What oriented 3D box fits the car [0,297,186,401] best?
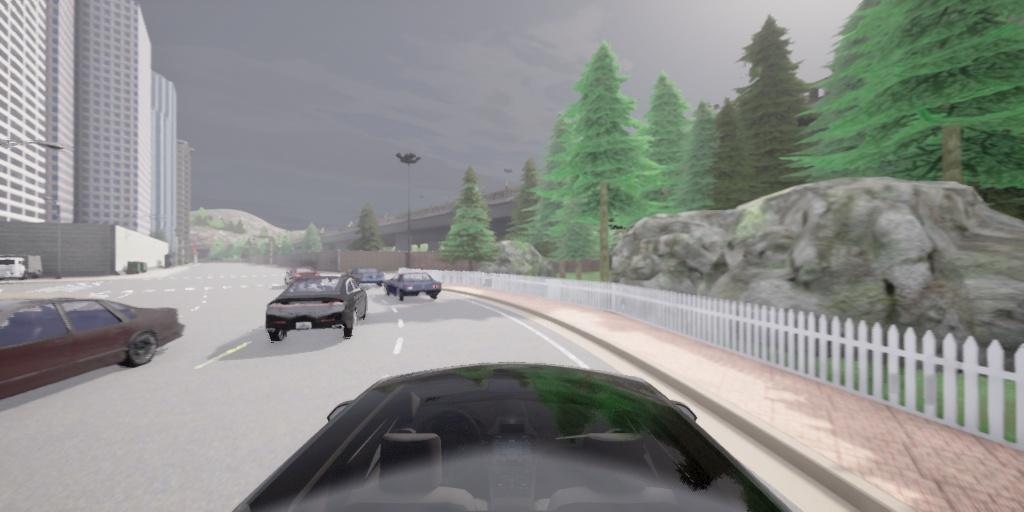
[{"bbox_3d":[-7.539,1.356,5.251,2.033,1.411,5.357,0,0,-10],"label":"car"}]

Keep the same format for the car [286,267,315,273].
[{"bbox_3d":[-15.040,1.500,25.769,1.812,1.442,4.674,0,-1,-38],"label":"car"}]

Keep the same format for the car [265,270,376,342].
[{"bbox_3d":[-5.276,1.320,10.195,2.128,1.511,4.902,0,0,-17],"label":"car"}]

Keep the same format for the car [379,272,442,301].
[{"bbox_3d":[-5.243,1.480,18.410,1.895,1.301,4.718,0,0,-31],"label":"car"}]

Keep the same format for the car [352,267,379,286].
[{"bbox_3d":[-11.042,1.505,26.505,2.033,1.411,5.357,0,0,-39],"label":"car"}]
